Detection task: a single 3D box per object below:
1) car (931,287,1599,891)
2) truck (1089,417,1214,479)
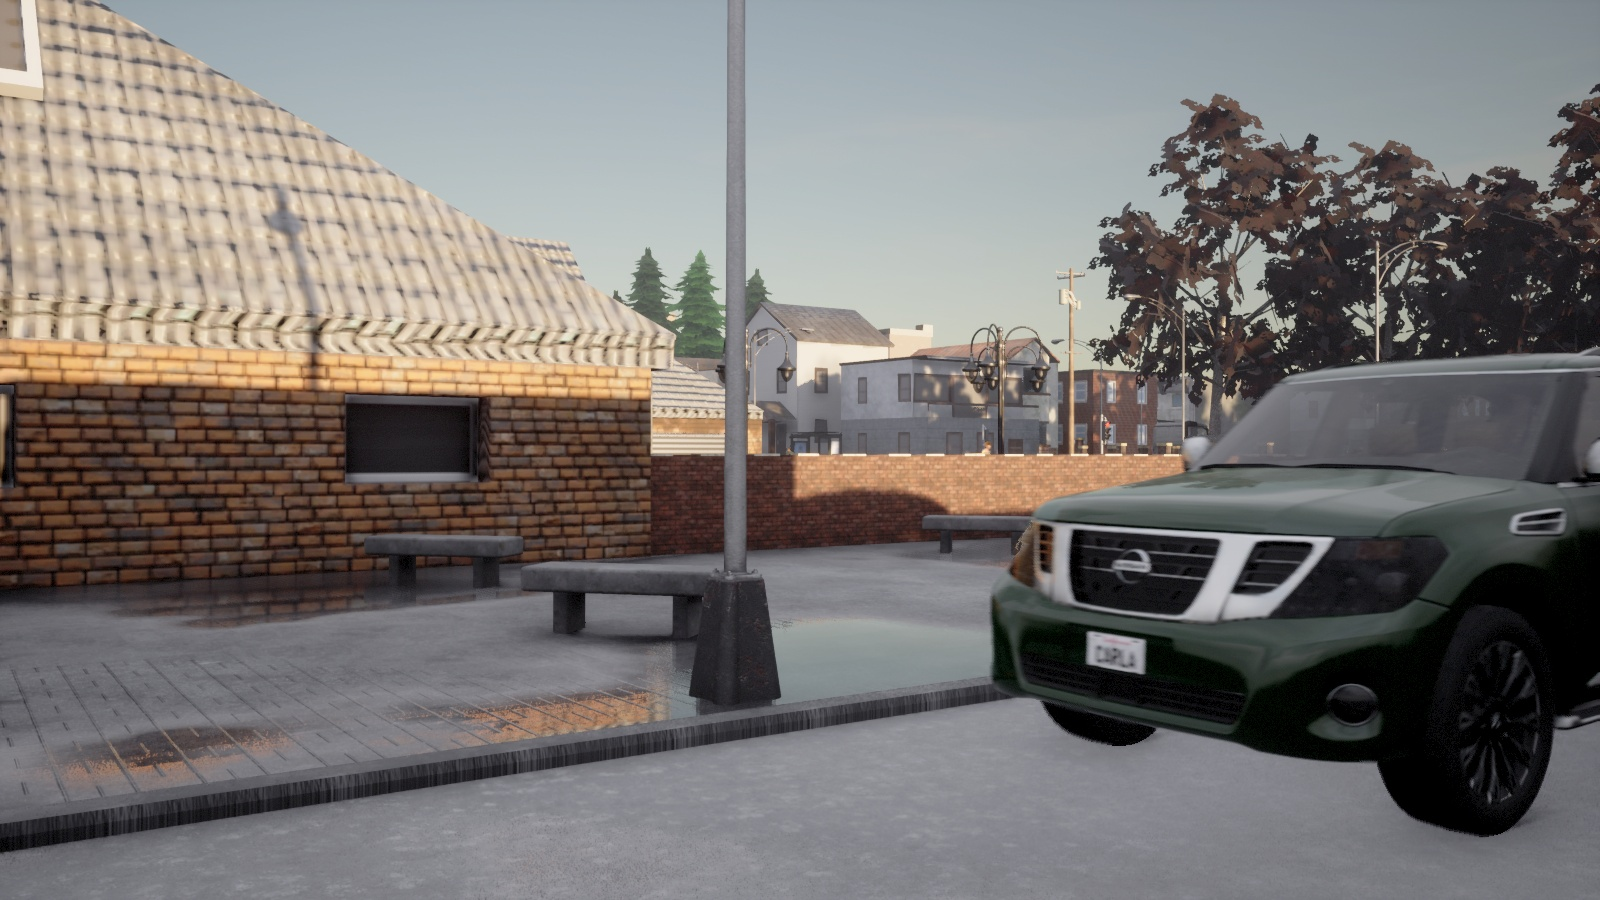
[{"bbox_3d":[3.527,0.473,6.725,5.566,2.045,2.150,0,0,-35],"label":"car"},{"bbox_3d":[20.808,-0.100,74.047,7.936,3.462,2.891,0,0,-37],"label":"truck"}]
